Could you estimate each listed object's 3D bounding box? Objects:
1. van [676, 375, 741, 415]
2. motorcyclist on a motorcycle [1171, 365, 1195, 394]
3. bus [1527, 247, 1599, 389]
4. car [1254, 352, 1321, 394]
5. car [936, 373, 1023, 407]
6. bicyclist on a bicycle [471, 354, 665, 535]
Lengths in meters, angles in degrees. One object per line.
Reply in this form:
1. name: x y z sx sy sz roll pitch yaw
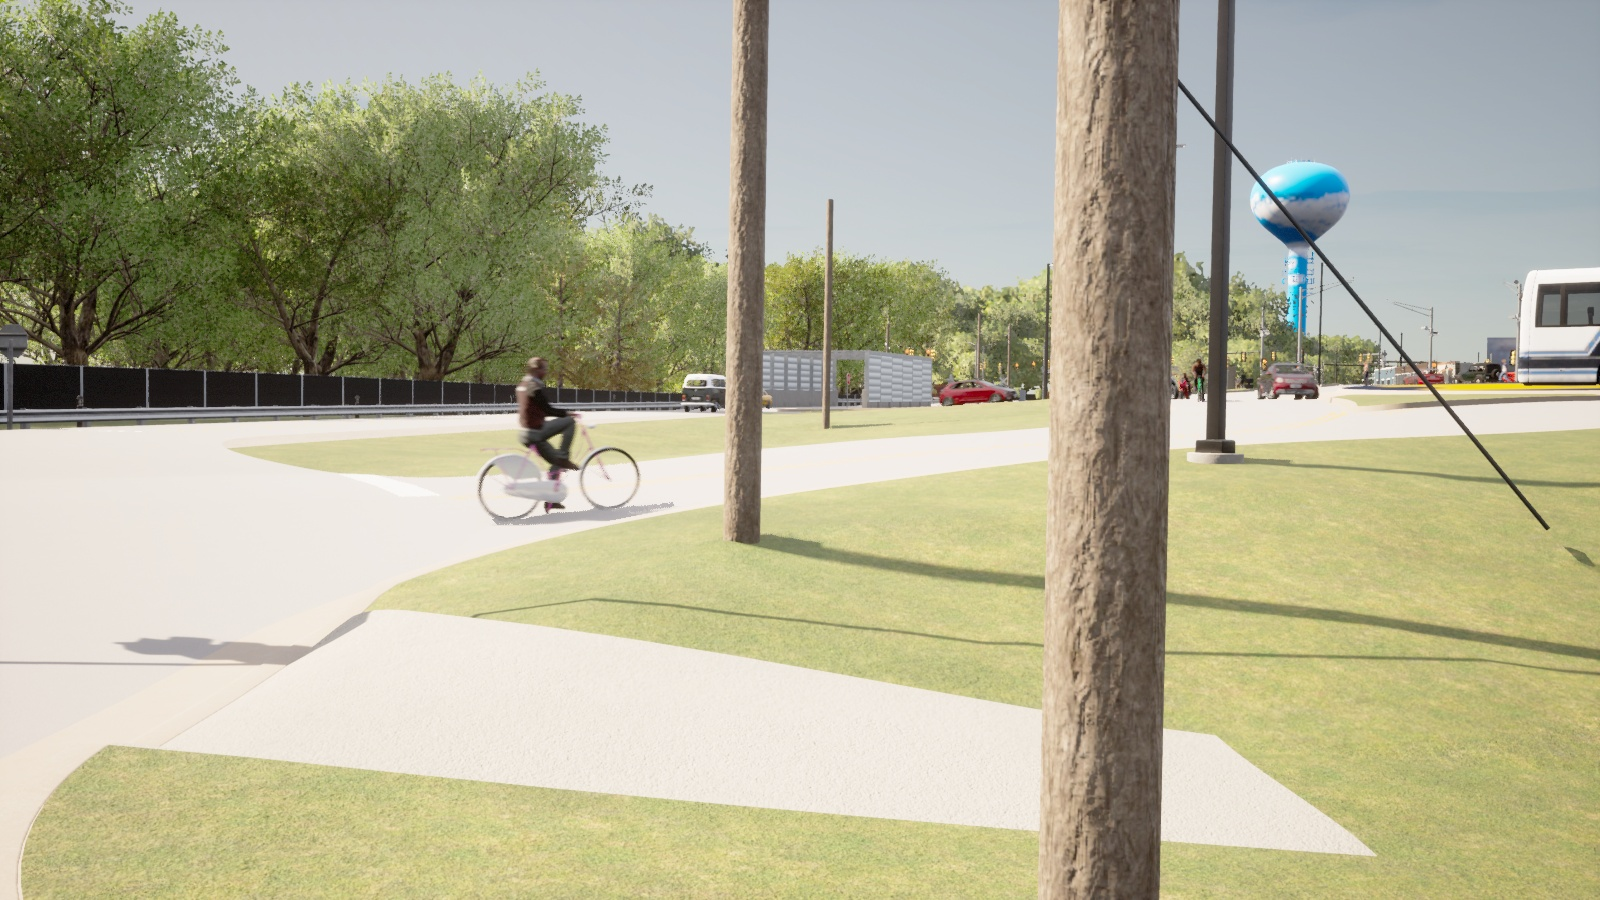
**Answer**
1. van: -4.894 -2.961 67.852 2.069 2.038 4.480 0 2 16
2. motorcyclist on a motorcycle: 20.159 -3.695 66.038 0.797 1.523 2.044 1 3 29
3. bus: 28.502 -4.153 38.780 10.273 4.253 3.944 1 1 33
4. car: 19.426 -3.055 50.209 1.789 1.549 3.705 0 2 10
5. car: 9.636 -3.223 67.526 4.193 1.474 1.816 -4 2 31
6. bicyclist on a bicycle: -2.537 -0.101 13.812 1.843 1.776 0.659 -7 5 -28
